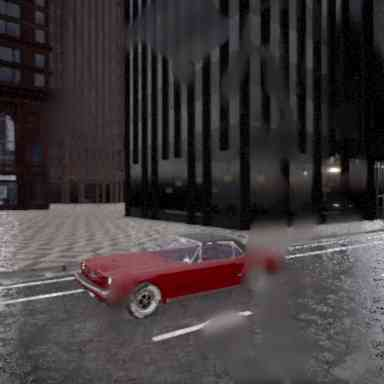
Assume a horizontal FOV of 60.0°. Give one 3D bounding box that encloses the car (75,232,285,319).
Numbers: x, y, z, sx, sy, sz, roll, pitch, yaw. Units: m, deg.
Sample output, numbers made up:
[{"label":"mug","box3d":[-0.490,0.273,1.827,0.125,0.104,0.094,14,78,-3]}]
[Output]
[{"label":"car","box3d":[-0.098,1.655,7.608,4.718,1.301,1.895,1,-1,-36]}]
